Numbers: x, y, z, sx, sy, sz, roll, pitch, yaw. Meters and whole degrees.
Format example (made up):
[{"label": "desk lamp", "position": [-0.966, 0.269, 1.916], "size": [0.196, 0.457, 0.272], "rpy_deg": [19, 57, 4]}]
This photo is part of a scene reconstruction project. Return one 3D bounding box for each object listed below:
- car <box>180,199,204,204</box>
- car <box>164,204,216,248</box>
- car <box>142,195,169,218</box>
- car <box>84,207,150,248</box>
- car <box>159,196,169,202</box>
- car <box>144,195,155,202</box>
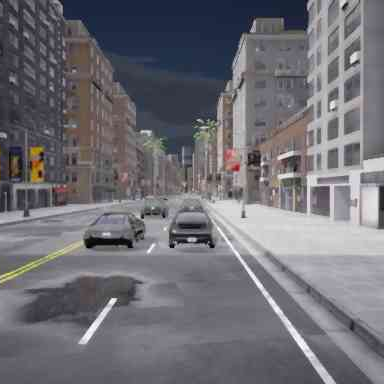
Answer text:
[{"label": "car", "position": [0.000, 1.366, 29.621], "size": [2.097, 1.767, 4.553], "rpy_deg": [0, 0, 0]}, {"label": "car", "position": [0.000, 1.513, 14.650], "size": [1.837, 1.490, 4.892], "rpy_deg": [0, 0, 0]}, {"label": "car", "position": [-3.250, 1.366, 29.621], "size": [2.097, 1.767, 4.553], "rpy_deg": [0, 0, 0]}, {"label": "car", "position": [-3.250, 1.569, 14.651], "size": [1.994, 1.385, 4.181], "rpy_deg": [0, 0, 0]}, {"label": "car", "position": [-6.500, 1.602, 76.703], "size": [1.895, 1.301, 4.718], "rpy_deg": [0, 0, 0]}, {"label": "car", "position": [-9.750, 1.484, 76.733], "size": [1.882, 1.535, 5.008], "rpy_deg": [0, 0, 0]}]
